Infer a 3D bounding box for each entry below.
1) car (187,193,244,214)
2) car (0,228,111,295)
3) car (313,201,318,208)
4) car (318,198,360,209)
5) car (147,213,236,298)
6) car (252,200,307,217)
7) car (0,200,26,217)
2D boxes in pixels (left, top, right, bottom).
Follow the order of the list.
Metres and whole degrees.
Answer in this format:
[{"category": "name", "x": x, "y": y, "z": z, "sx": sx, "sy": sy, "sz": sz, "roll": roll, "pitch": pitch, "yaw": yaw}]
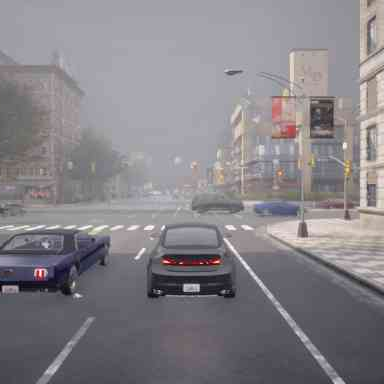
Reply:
[{"category": "car", "x": 2.575, "y": 1.221, "z": 34.525, "sx": 5.566, "sy": 2.045, "sz": 2.150, "roll": 0, "pitch": 0, "yaw": 0}, {"category": "car", "x": -3.518, "y": 1.601, "z": 8.675, "sx": 1.895, "sy": 1.301, "sz": 4.718, "roll": 0, "pitch": 0, "yaw": 0}, {"category": "car", "x": 19.282, "y": 1.526, "z": 46.338, "sx": 4.674, "sy": 1.442, "sz": 1.812, "roll": 0, "pitch": 0, "yaw": 0}, {"category": "car", "x": 19.325, "y": 1.601, "z": 42.839, "sx": 4.718, "sy": 1.301, "sz": 1.895, "roll": 0, "pitch": 0, "yaw": 0}, {"category": "car", "x": -0.019, "y": 1.505, "z": 8.497, "sx": 1.837, "sy": 1.490, "sz": 4.892, "roll": 0, "pitch": 0, "yaw": 0}, {"category": "car", "x": 8.150, "y": 1.477, "z": 31.067, "sx": 5.008, "sy": 1.535, "sz": 1.882, "roll": 0, "pitch": 0, "yaw": 0}, {"category": "car", "x": -18.006, "y": 1.493, "z": 30.880, "sx": 4.902, "sy": 1.511, "sz": 2.128, "roll": 0, "pitch": 0, "yaw": 0}]
